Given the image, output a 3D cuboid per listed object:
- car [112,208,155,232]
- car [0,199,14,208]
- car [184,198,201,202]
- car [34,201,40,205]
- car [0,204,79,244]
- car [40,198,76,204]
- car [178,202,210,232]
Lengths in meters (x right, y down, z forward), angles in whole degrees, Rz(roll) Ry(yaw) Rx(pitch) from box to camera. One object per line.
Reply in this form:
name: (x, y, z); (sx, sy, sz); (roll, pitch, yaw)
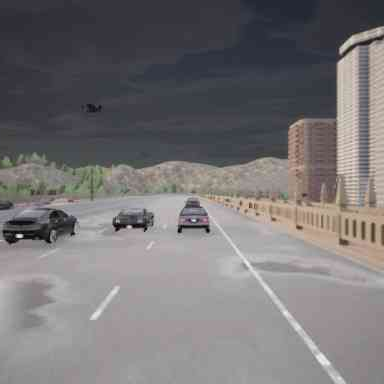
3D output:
car: (-3.406, 1.608, 20.314); (1.895, 1.301, 4.718); (0, 0, 0)
car: (-21.070, 1.507, 35.699); (2.128, 1.511, 4.902); (0, 0, 0)
car: (0.080, 1.522, 42.656); (1.837, 1.490, 4.892); (0, 0, 0)
car: (-17.555, 1.522, 40.625); (1.837, 1.490, 4.892); (0, 0, 1)
car: (-6.906, 1.510, 15.736); (1.837, 1.490, 4.892); (0, 0, 0)
car: (-14.075, 1.492, 35.925); (1.882, 1.535, 5.008); (0, 0, 0)
car: (0.093, 1.555, 20.129); (2.033, 1.411, 5.357); (0, 0, 0)
